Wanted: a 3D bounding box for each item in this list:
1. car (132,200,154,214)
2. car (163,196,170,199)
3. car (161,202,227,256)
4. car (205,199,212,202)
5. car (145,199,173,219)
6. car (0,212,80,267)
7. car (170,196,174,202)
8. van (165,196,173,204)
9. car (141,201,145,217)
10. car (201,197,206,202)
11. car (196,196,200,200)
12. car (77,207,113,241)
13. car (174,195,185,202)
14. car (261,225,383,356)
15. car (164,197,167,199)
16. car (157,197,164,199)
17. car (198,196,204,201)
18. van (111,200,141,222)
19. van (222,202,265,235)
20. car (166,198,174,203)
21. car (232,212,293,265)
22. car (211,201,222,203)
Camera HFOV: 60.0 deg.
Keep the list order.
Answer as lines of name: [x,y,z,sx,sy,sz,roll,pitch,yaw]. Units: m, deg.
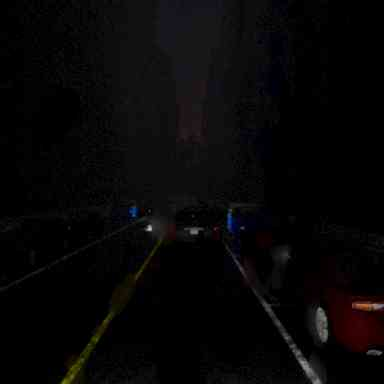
car: [-5.799,1.747,39.811,1.967,1.590,4.097,0,0,0]
car: [-5.822,1.796,62.218,2.192,1.841,5.009,0,0,0]
car: [0.078,1.458,13.818,2.097,1.767,4.553,0,-1,0]
car: [2.732,1.704,34.228,1.967,1.590,4.097,0,0,0]
car: [-3.129,1.756,32.541,1.837,1.490,4.892,0,0,0]
car: [-5.771,1.637,11.801,1.887,1.381,4.507,0,0,0]
car: [-5.833,1.884,73.421,2.192,1.841,5.009,0,0,0]
van: [-5.845,2.001,84.623,1.690,1.788,3.998,0,0,0]
car: [-5.794,1.846,34.208,1.802,1.307,4.206,0,0,0]
car: [2.714,1.938,51.033,1.887,1.381,4.507,0,0,0]
car: [2.685,2.165,79.042,2.008,1.369,4.403,0,0,0]
car: [-5.777,1.680,17.404,1.887,1.381,4.507,0,0,0]
car: [-3.074,2.065,73.744,1.812,1.442,4.674,0,0,0]
car: [2.760,1.593,6.217,1.887,1.381,4.507,0,0,0]
car: [-5.817,2.003,56.614,1.947,1.339,4.313,0,0,0]
car: [-5.811,1.834,51.013,1.967,1.590,4.097,0,0,0]
car: [2.697,2.090,67.839,1.947,1.339,4.313,0,0,0]
van: [-5.788,1.562,28.608,1.690,1.788,3.998,0,0,0]
van: [2.749,1.476,17.422,1.690,1.788,3.998,0,0,0]
car: [-5.851,2.231,90.053,1.752,1.417,4.829,0,0,0]
car: [2.754,1.636,11.819,1.887,1.381,4.507,0,0,0]
car: [2.737,1.765,28.625,1.887,1.381,4.507,0,0,0]
